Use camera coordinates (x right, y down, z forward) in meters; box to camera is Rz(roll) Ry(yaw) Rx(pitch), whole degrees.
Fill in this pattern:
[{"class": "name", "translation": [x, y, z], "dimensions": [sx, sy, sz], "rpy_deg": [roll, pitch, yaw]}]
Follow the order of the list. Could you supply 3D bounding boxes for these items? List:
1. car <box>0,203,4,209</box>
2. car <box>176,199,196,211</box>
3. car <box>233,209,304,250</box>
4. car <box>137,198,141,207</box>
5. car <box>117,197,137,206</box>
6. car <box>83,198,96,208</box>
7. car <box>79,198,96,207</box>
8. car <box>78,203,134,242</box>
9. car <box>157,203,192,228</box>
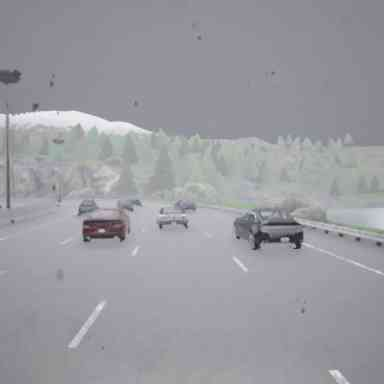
[{"class": "car", "translation": [-22.309, 1.838, 36.769], "dimensions": [1.837, 1.490, 4.892], "rpy_deg": [-1, 0, -14]}, {"class": "car", "translation": [-0.976, 1.595, 40.528], "dimensions": [2.033, 1.411, 5.357], "rpy_deg": [-1, 0, -16]}, {"class": "car", "translation": [3.038, 1.462, 14.107], "dimensions": [2.128, 1.511, 4.902], "rpy_deg": [-1, 0, -5]}, {"class": "car", "translation": [-9.878, 1.687, 56.196], "dimensions": [1.837, 1.490, 4.892], "rpy_deg": [0, 0, -20]}, {"class": "car", "translation": [-8.709, 1.701, 42.586], "dimensions": [2.033, 1.411, 5.357], "rpy_deg": [-1, 0, -18]}, {"class": "car", "translation": [-16.995, 1.782, 55.062], "dimensions": [1.837, 1.490, 4.892], "rpy_deg": [0, 0, -21]}, {"class": "car", "translation": [-10.953, 1.670, 35.288], "dimensions": [2.128, 1.511, 4.902], "rpy_deg": [-1, 0, -13]}, {"class": "car", "translation": [-4.216, 1.549, 16.911], "dimensions": [1.882, 1.535, 5.008], "rpy_deg": [0, 0, -7]}, {"class": "car", "translation": [-1.414, 1.639, 22.583], "dimensions": [1.895, 1.301, 4.718], "rpy_deg": [-1, 0, -8]}]
